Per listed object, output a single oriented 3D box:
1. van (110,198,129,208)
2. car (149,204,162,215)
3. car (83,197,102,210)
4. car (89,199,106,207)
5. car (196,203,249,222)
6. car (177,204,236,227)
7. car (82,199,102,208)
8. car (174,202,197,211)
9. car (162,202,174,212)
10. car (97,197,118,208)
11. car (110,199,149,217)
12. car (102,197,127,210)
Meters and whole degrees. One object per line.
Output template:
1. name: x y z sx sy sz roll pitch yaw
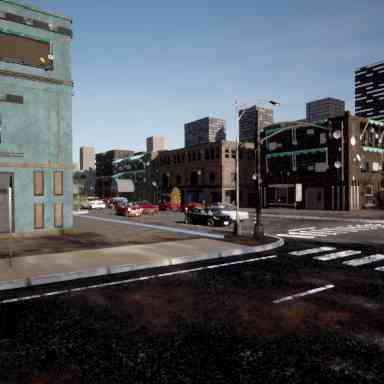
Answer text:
1. van: -12.925 1.909 59.157 1.690 1.788 3.998 -1 0 -36
2. car: -5.962 1.882 39.485 1.882 1.535 5.008 -1 0 -35
3. car: -15.895 1.819 53.533 2.150 2.045 5.566 -1 0 -35
4. car: -19.357 2.230 68.164 1.887 1.381 4.507 -1 0 -36
5. car: 2.496 1.840 27.644 1.895 1.301 4.718 -1 0 -36
6. car: 1.106 1.816 24.910 1.947 1.339 4.313 -1 0 -36
7. car: -19.170 2.161 63.465 2.128 1.511 4.902 -1 0 -36
8. car: -0.047 1.906 41.145 1.802 1.307 4.206 -2 0 -36
9. car: -3.264 1.968 45.648 1.802 1.307 4.206 -1 0 -36
10. car: -16.144 1.942 63.660 2.192 1.841 5.009 -1 0 -36
11. car: -6.867 1.848 36.270 1.967 1.590 4.097 -1 0 -36
12. car: -12.539 2.053 54.184 1.837 1.490 4.892 -1 0 -36
